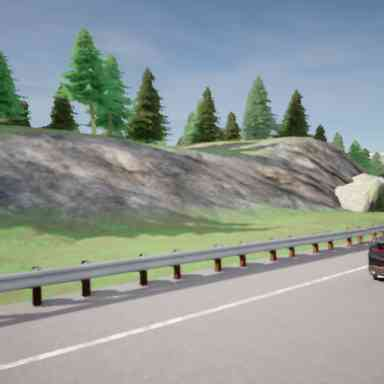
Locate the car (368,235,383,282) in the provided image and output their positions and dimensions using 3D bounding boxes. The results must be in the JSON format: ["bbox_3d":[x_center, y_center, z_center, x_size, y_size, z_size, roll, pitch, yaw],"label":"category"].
[{"bbox_3d":[6.389,1.511,8.652,4.892,1.490,1.837,0,0,-38],"label":"car"}]
